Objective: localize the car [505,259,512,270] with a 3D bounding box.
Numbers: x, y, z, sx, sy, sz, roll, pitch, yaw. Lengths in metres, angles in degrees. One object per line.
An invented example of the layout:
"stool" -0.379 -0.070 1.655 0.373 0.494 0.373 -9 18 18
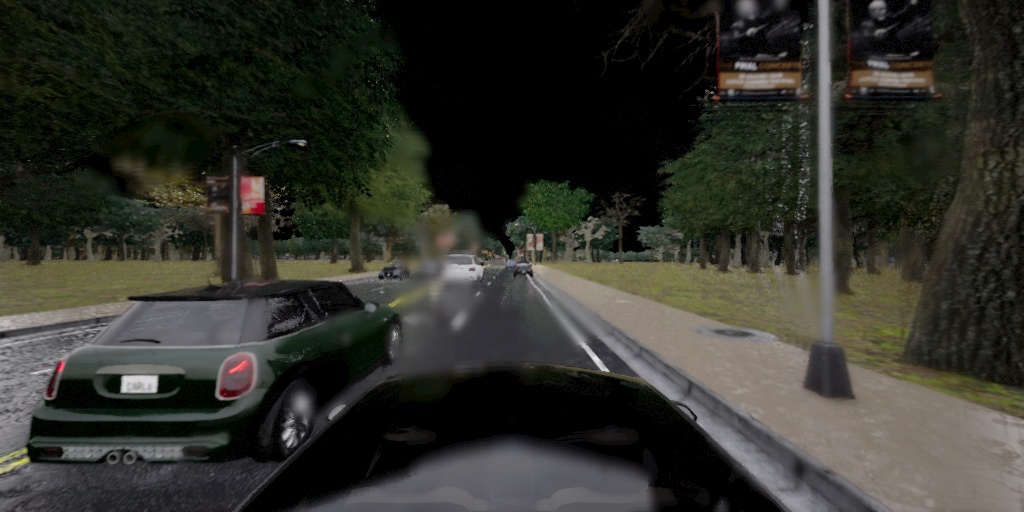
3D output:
"car" -0.084 1.286 53.634 2.033 1.411 5.357 0 0 0

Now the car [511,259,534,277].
"car" 1.089 1.271 35.136 1.812 1.442 4.674 0 0 0

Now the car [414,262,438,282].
"car" -6.629 1.255 29.326 1.837 1.490 4.892 0 0 0

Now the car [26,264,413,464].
"car" -3.151 1.103 5.160 2.097 1.767 4.553 0 0 0

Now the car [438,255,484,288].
"car" -3.174 0.972 24.212 2.150 2.045 5.566 0 0 0
